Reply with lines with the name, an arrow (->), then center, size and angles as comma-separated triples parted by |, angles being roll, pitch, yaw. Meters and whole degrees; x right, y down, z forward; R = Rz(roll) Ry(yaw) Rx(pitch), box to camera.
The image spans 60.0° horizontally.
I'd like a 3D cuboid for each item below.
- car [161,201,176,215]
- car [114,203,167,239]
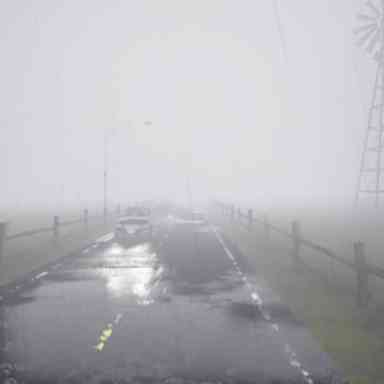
car -> -2.741, 1.699, 35.503 | 1.994, 1.385, 4.181 | 0, 0, 0
car -> -2.785, 1.555, 17.745 | 2.128, 1.511, 4.902 | 0, 0, 1
